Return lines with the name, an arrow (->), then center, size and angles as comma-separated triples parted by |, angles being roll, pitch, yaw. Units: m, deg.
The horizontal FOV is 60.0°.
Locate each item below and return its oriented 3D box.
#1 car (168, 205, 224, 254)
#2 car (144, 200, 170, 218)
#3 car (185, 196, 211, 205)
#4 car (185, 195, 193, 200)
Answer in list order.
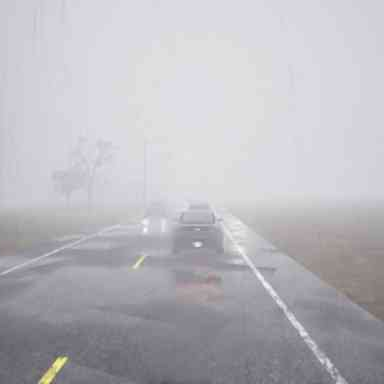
car -> 0.225, 1.488, 13.494 | 1.837, 1.490, 4.892 | 0, 0, 1
car -> -3.049, 1.471, 29.499 | 1.837, 1.490, 4.892 | 0, 0, 2
car -> 0.681, 1.443, 30.480 | 1.882, 1.535, 5.008 | 0, 0, 2
car -> -0.449, 1.380, 71.234 | 1.882, 1.535, 5.008 | 0, 0, 5
